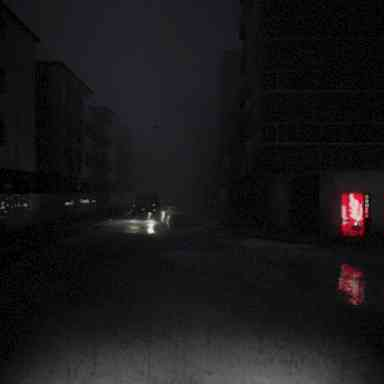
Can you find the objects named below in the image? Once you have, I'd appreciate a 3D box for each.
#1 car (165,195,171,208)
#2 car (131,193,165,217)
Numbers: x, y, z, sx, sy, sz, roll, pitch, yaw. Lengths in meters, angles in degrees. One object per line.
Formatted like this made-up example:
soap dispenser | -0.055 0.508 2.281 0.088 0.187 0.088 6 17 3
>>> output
car | -4.059 1.317 40.600 1.882 1.535 5.008 0 0 0
car | -4.080 1.100 30.580 2.150 2.045 5.566 0 0 0
